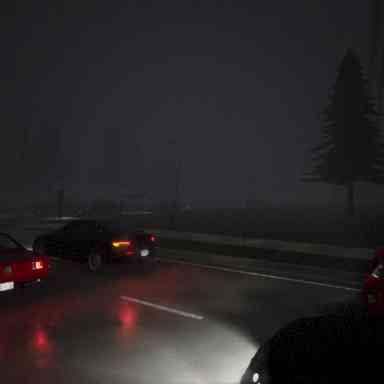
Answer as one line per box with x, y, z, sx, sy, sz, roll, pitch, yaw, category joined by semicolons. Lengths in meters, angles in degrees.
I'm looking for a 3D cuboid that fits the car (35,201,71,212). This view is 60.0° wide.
-14.180;1.600;35.540;1.895;1.301;4.718;0;0;37;car

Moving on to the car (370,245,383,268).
5.402;1.222;4.403;5.566;2.045;2.150;0;0;36;car

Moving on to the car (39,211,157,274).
-3.170;1.526;10.583;4.674;1.442;1.812;0;0;36;car

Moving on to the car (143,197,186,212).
-3.095;1.526;38.712;1.812;1.442;4.674;0;0;37;car

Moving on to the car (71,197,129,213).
-8.558;1.525;31.339;1.812;1.442;4.674;0;0;36;car

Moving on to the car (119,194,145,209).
-8.368;1.221;43.381;2.150;2.045;5.566;0;0;37;car

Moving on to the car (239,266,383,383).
2.397;1.564;2.263;4.181;1.385;1.994;0;0;36;car

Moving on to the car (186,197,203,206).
0.064;1.525;54.708;1.812;1.442;4.674;0;0;36;car

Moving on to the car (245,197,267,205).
11.122;1.547;57.806;2.033;1.411;5.357;0;0;37;car

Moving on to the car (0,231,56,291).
-5.504;1.601;7.954;4.718;1.301;1.895;0;0;36;car
